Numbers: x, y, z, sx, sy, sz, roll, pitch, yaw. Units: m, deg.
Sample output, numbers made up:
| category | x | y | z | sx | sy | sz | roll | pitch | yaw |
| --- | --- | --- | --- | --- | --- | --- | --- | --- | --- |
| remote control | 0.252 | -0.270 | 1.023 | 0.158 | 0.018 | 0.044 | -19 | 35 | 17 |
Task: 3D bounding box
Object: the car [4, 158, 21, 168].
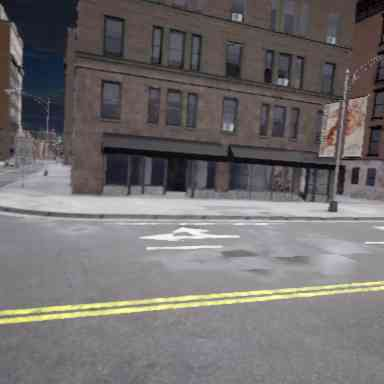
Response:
| category | x | y | z | sx | sy | sz | roll | pitch | yaw |
| --- | --- | --- | --- | --- | --- | --- | --- | --- | --- |
| car | -27.196 | -4.466 | 50.593 | 2.128 | 1.511 | 4.902 | 2 | 5 | -22 |
